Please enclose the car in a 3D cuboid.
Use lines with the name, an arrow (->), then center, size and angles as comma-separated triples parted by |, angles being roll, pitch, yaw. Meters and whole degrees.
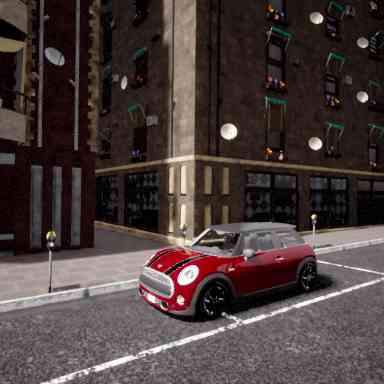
car -> 0.875, 1.442, 7.314 | 4.097, 1.590, 1.967 | 0, 1, -35
